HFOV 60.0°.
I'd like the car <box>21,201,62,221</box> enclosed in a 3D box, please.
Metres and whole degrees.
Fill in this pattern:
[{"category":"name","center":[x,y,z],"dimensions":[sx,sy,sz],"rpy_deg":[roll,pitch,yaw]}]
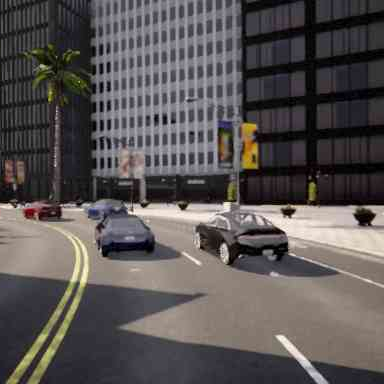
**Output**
[{"category":"car","center":[-12.969,1.553,28.623],"dimensions":[5.008,1.535,1.882],"rpy_deg":[0,0,44]}]

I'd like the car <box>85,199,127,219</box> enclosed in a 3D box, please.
[{"category":"car","center":[-7.159,1.379,27.455],"dimensions":[2.097,1.767,4.553],"rpy_deg":[-1,0,-39]}]

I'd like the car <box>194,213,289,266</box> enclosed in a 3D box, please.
[{"category":"car","center":[1.460,1.465,11.579],"dimensions":[2.128,1.511,4.902],"rpy_deg":[0,0,-16]}]

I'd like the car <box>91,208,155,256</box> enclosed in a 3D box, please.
[{"category":"car","center":[-2.818,1.571,13.370],"dimensions":[1.994,1.385,4.181],"rpy_deg":[0,0,-20]}]
